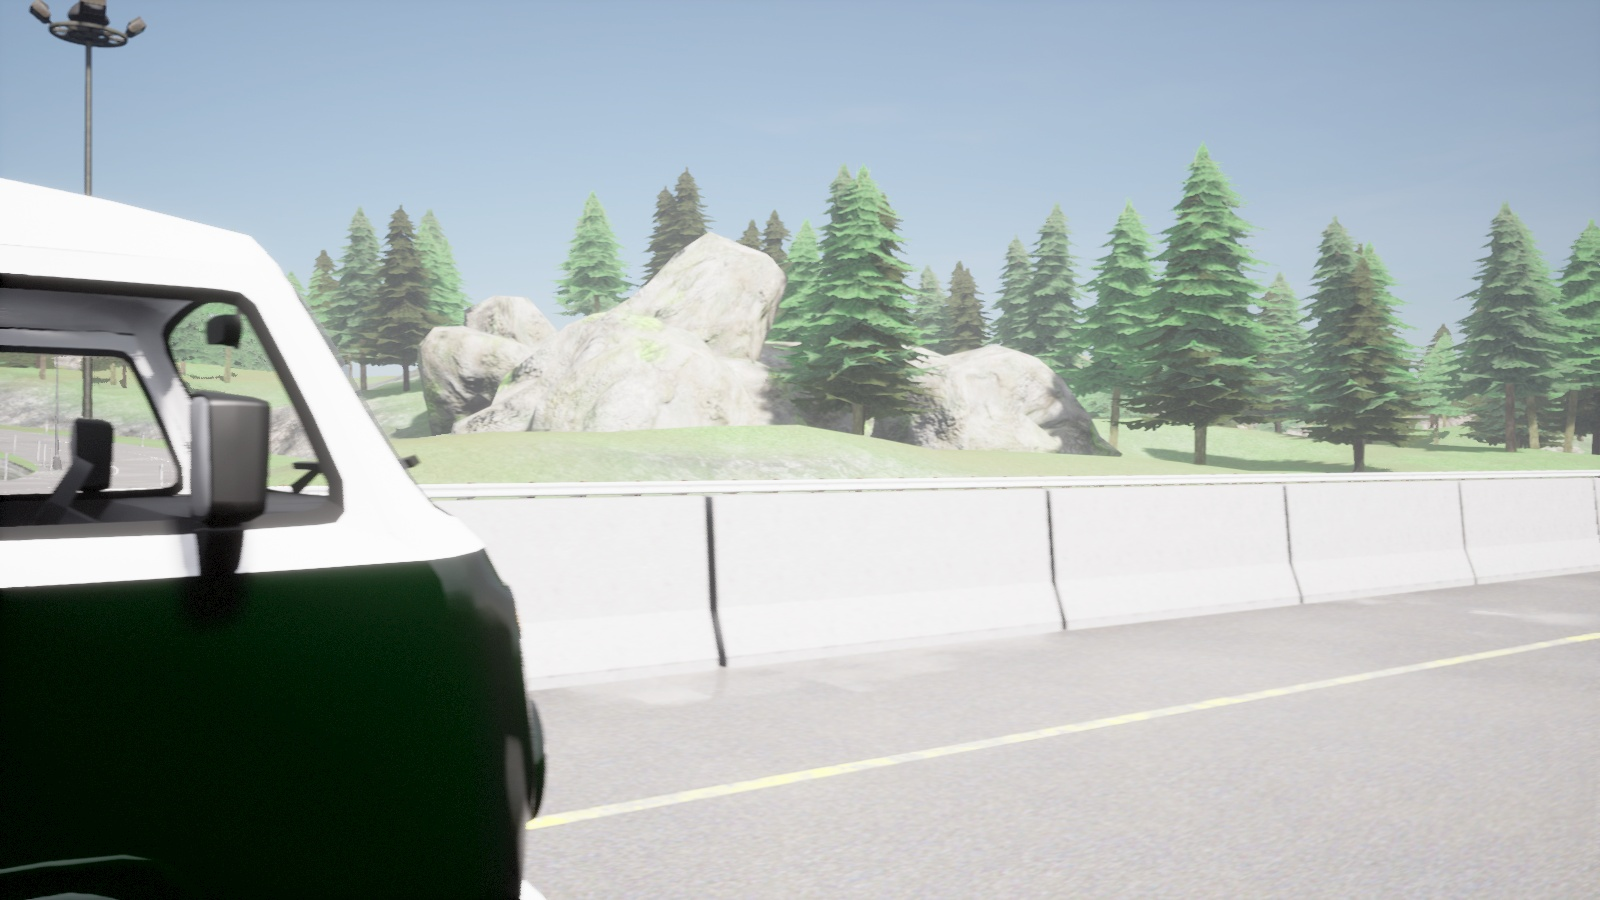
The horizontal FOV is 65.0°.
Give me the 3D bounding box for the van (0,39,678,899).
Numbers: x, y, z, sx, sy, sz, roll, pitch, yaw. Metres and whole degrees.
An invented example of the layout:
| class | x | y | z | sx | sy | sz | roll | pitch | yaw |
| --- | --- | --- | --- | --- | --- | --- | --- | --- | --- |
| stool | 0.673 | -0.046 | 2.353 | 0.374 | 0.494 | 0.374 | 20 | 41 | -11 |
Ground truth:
| class | x | y | z | sx | sy | sz | roll | pitch | yaw |
| --- | --- | --- | --- | --- | --- | --- | --- | --- | --- |
| van | -2.650 | 0.478 | 1.816 | 4.480 | 2.038 | 2.069 | 0 | 0 | -35 |
